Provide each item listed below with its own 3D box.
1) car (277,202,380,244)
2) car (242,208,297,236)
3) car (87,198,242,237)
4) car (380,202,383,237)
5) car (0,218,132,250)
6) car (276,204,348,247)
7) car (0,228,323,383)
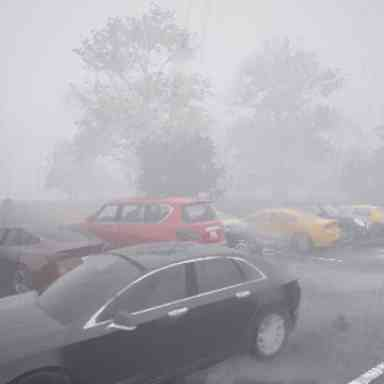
[{"bbox_3d":[5.692,1.254,15.136,4.553,1.767,2.185,-1,-1,36],"label":"car"},{"bbox_3d":[0.818,1.452,11.749,4.892,1.521,2.231,-1,-1,35],"label":"car"},{"bbox_3d":[-1.647,1.222,10.053,5.566,2.045,2.435,-1,0,35],"label":"car"},{"bbox_3d":[8.018,1.340,16.894,5.366,1.575,1.946,-1,0,36],"label":"car"},{"bbox_3d":[-4.076,1.515,8.338,4.792,1.488,2.163,-1,0,35],"label":"car"},{"bbox_3d":[3.267,1.418,13.428,5.008,1.535,2.097,-1,0,35],"label":"car"},{"bbox_3d":[-0.606,1.501,4.326,4.892,1.490,1.837,0,0,-35],"label":"car"}]
